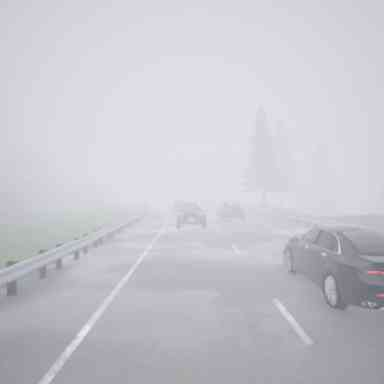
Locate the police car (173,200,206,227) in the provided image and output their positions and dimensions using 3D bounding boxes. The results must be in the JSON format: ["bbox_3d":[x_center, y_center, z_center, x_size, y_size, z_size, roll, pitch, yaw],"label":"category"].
[{"bbox_3d":[-0.123,1.568,23.221,2.038,1.542,4.974,0,0,-2],"label":"police car"}]

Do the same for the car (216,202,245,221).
[{"bbox_3d":[3.163,1.568,27.905,2.128,1.511,4.902,0,0,-3],"label":"car"}]

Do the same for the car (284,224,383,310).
[{"bbox_3d":[3.603,1.526,7.855,1.837,1.490,4.892,0,0,0],"label":"car"}]

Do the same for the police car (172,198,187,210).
[{"bbox_3d":[-1.473,1.539,41.614,1.930,1.638,5.238,0,0,-6],"label":"police car"}]
